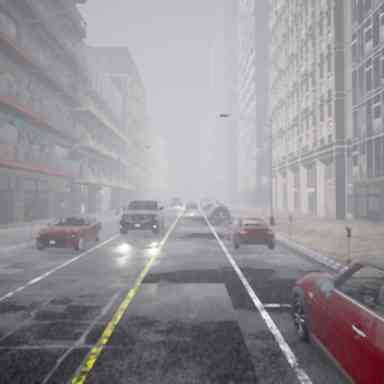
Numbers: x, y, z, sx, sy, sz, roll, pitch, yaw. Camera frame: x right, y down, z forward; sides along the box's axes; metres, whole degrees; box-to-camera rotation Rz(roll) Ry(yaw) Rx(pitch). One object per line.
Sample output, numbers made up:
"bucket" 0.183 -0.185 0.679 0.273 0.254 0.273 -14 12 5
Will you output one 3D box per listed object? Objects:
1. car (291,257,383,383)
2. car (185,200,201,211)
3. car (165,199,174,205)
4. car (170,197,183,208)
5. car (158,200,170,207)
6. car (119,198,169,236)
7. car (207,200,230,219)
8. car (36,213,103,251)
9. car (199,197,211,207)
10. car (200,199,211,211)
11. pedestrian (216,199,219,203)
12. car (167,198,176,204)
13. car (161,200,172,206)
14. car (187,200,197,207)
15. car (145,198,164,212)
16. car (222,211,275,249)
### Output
"car" 2.572 1.478 3.870 1.967 1.590 4.097 1 -1 0
"car" -0.011 2.111 50.042 1.895 1.301 4.718 0 -1 1
"car" -5.372 2.414 81.349 1.887 1.381 4.507 1 -1 0
"car" -2.826 1.867 62.128 2.150 2.045 5.566 0 -1 1
"car" -5.359 2.226 64.741 2.008 1.369 4.403 1 -1 0
"car" -2.867 1.419 20.203 2.150 2.045 5.566 0 -1 0
"car" 2.724 1.855 33.067 1.812 1.442 4.674 0 -1 0
"car" -5.319 1.690 14.922 1.887 1.381 4.507 1 -1 0
"car" 2.524 1.990 64.760 2.192 1.841 5.009 1 -1 0
"car" 2.535 2.071 48.152 1.802 1.307 4.206 1 -1 0
"pedestrian" 2.722 1.652 35.915 0.375 1.860 0.375 1 -1 0
"car" -5.375 2.376 86.885 1.967 1.590 4.097 1 -1 0
"car" -5.363 2.321 70.277 1.802 1.307 4.206 1 -1 0
"car" -0.052 2.308 66.644 1.895 1.301 4.718 0 -1 0
"car" -5.343 1.804 48.138 2.192 1.841 5.009 1 -1 0
"car" 2.561 1.727 14.941 1.802 1.307 4.206 1 -1 0
